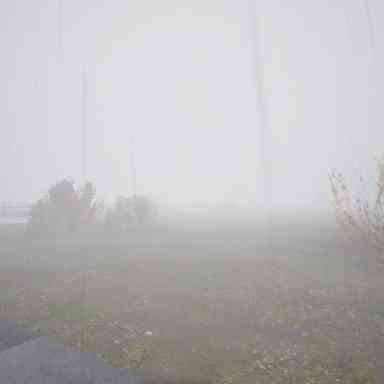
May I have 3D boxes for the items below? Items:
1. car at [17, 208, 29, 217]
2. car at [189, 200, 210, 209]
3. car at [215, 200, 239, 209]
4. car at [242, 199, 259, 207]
[{"bbox_3d":[-14.893,1.816,34.121,2.033,1.411,5.357,-1,-1,36],"label":"car"},{"bbox_3d":[1.338,2.097,56.600,1.812,1.442,4.674,-1,-2,36],"label":"car"},{"bbox_3d":[5.981,2.092,56.962,2.033,1.411,5.357,-1,-1,36],"label":"car"},{"bbox_3d":[11.327,2.171,64.388,1.812,1.442,4.674,-1,-1,36],"label":"car"}]
